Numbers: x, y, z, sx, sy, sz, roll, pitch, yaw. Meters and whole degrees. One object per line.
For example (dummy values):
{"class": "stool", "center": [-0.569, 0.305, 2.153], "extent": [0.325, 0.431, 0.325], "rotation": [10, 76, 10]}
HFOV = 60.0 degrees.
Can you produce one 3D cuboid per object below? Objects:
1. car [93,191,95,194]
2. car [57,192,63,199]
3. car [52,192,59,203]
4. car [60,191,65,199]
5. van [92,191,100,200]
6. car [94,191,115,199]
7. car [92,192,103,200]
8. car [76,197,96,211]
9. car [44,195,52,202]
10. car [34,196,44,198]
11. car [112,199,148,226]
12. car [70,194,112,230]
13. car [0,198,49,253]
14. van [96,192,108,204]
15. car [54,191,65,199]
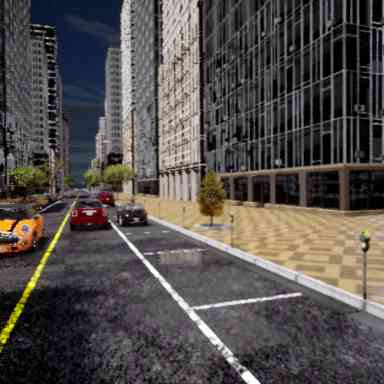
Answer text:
{"class": "car", "center": [-12.912, 0.930, 48.661], "extent": [2.192, 1.841, 5.009], "rotation": [-2, 1, -18]}
{"class": "car", "center": [-28.005, 1.148, 67.614], "extent": [2.008, 1.369, 4.403], "rotation": [-2, 1, -18]}
{"class": "car", "center": [-24.433, 1.241, 56.823], "extent": [1.947, 1.339, 4.313], "rotation": [-2, 1, -18]}
{"class": "car", "center": [-31.580, 0.960, 78.404], "extent": [1.967, 1.590, 4.097], "rotation": [-2, 1, -18]}
{"class": "van", "center": [-21.841, 0.764, 75.639], "extent": [1.690, 1.788, 3.998], "rotation": [-2, 1, -18]}
{"class": "car", "center": [-11.126, 0.968, 43.265], "extent": [2.192, 1.841, 5.009], "rotation": [-2, 1, -18]}
{"class": "car", "center": [-20.053, 0.902, 70.245], "extent": [1.967, 1.590, 4.097], "rotation": [-2, 1, -18]}
{"class": "car", "center": [-11.820, 1.297, 37.104], "extent": [1.994, 1.385, 4.181], "rotation": [-1, 1, -18]}
{"class": "car", "center": [-20.808, 1.278, 45.870], "extent": [1.752, 1.417, 4.829], "rotation": [-2, 1, -18]}
{"class": "car", "center": [-17.292, 1.267, 35.239], "extent": [1.967, 1.590, 4.097], "rotation": [-2, 1, -18]}
{"class": "car", "center": [-3.976, 1.355, 21.686], "extent": [2.008, 1.369, 4.403], "rotation": [-2, 1, -18]}
{"class": "car", "center": [-6.297, 1.202, 20.357], "extent": [2.097, 1.767, 4.553], "rotation": [-1, 1, -18]}
{"class": "car", "center": [-7.112, 1.297, 13.069], "extent": [2.097, 1.767, 4.553], "rotation": [-1, 1, -18]}
{"class": "van", "center": [-14.697, 0.918, 54.057], "extent": [1.690, 1.788, 3.998], "rotation": [-2, 1, -18]}
{"class": "car", "center": [-33.369, 0.796, 83.798], "extent": [2.192, 1.841, 5.009], "rotation": [-2, 1, -18]}
